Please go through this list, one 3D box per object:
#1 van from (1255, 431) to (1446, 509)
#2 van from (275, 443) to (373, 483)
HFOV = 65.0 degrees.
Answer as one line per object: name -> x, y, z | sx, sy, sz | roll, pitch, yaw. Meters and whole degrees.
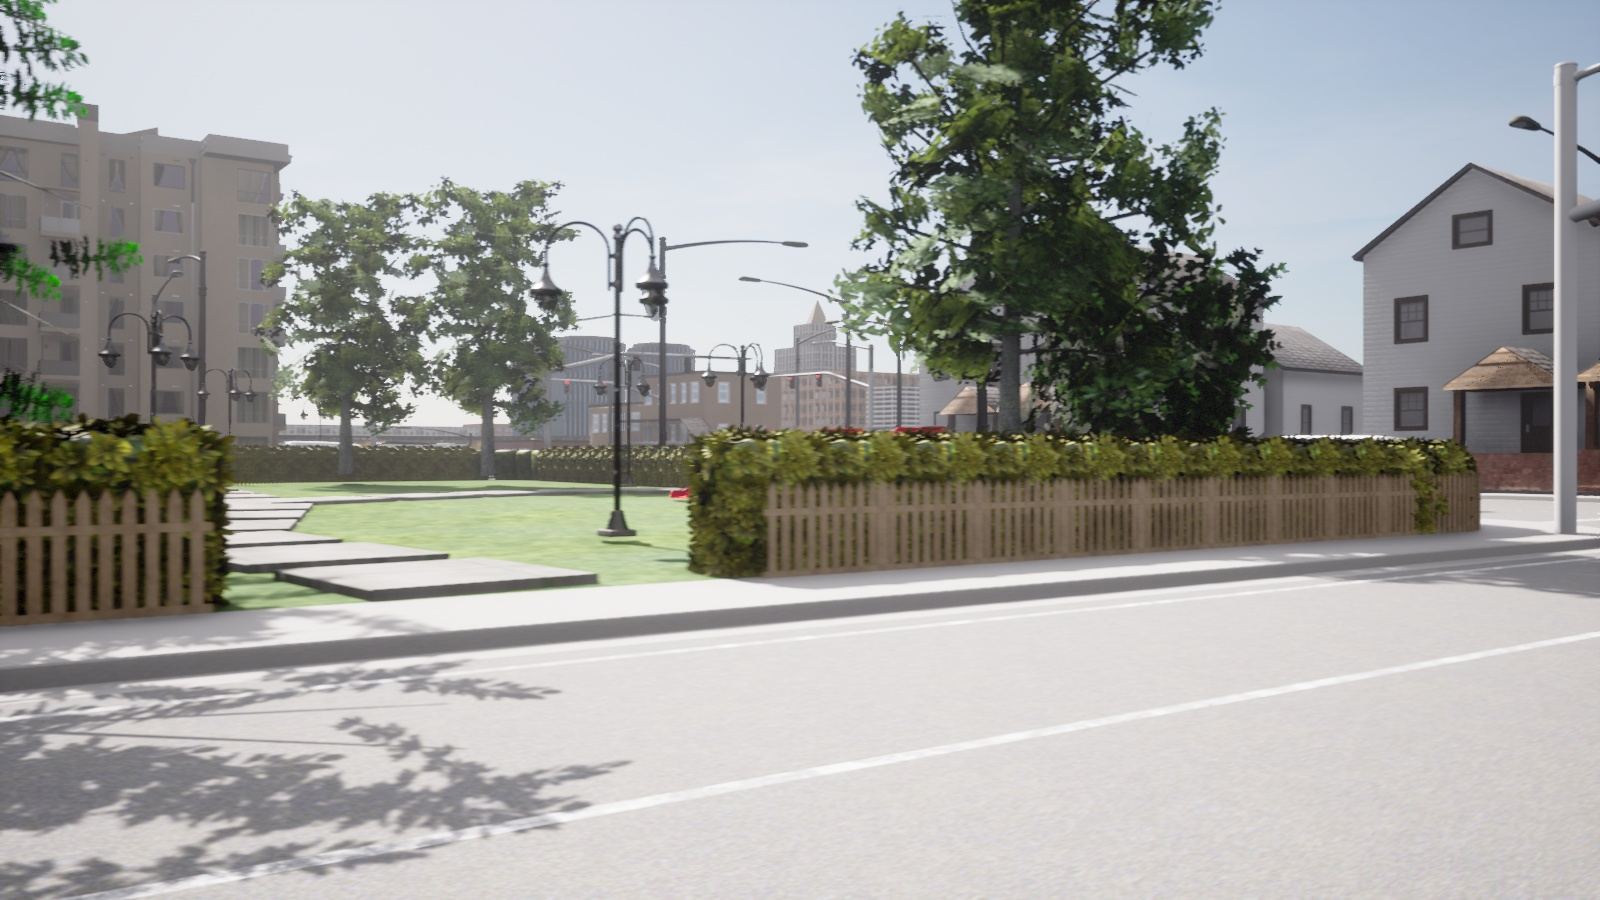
van -> 15.366, 0.522, 35.242 | 2.069, 2.038, 4.480 | 0, 0, -35
van -> -25.063, 0.677, 66.147 | 4.480, 2.038, 2.069 | 1, -1, -34
